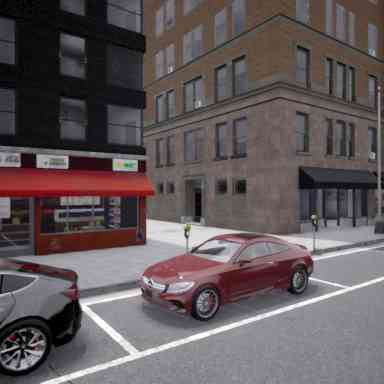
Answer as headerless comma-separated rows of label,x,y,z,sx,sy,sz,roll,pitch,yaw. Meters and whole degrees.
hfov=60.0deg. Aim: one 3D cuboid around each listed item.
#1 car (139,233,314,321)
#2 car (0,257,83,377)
car,0.931,1.582,7.195,4.206,1.307,1.802,0,0,-35
car,-3.550,1.566,4.003,4.313,1.339,1.947,0,0,-35
